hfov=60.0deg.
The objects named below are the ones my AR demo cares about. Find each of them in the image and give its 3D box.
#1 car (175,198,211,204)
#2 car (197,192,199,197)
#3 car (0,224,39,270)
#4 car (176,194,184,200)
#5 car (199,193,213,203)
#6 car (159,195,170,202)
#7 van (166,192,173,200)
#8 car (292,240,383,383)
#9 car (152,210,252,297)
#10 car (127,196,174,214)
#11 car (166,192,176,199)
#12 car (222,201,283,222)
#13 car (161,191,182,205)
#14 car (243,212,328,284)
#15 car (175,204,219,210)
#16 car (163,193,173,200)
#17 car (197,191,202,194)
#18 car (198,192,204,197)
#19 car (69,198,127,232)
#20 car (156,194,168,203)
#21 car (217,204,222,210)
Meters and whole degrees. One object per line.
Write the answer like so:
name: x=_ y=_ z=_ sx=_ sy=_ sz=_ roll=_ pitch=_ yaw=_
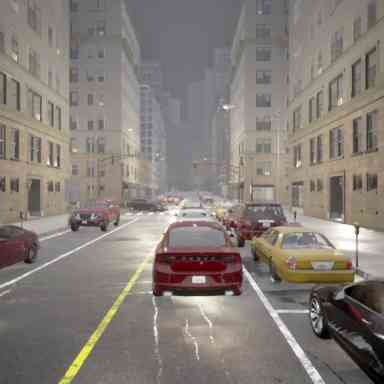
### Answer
car: x=0.083 y=1.453 z=25.360 sx=2.128 sy=1.511 sz=4.902 roll=0 pitch=0 yaw=0
car: x=2.799 y=1.247 z=79.664 sx=1.802 sy=1.307 sz=4.206 roll=1 pitch=0 yaw=0
car: x=-5.756 y=1.576 z=9.216 sx=1.802 sy=1.307 sz=4.206 roll=0 pitch=0 yaw=0
car: x=-2.970 y=1.174 z=81.647 sx=1.812 sy=1.442 sz=4.674 roll=0 pitch=0 yaw=0
car: x=2.790 y=1.365 z=57.969 sx=2.008 sy=1.369 sz=4.403 roll=0 pitch=0 yaw=0
car: x=-5.730 y=1.289 z=68.827 sx=1.887 sy=1.381 sz=4.507 roll=1 pitch=0 yaw=0
van: x=-5.721 y=0.964 z=85.095 sx=1.690 sy=1.788 sz=3.998 roll=1 pitch=0 yaw=0
car: x=2.767 y=1.566 z=3.654 sx=1.947 sy=1.339 sz=4.313 roll=0 pitch=0 yaw=0
car: x=0.076 y=1.472 z=8.649 sx=1.882 sy=1.535 sz=5.008 roll=0 pitch=0 yaw=-1
car: x=-4.727 y=1.423 z=34.949 sx=4.892 sy=1.490 sz=1.837 roll=0 pitch=-2 yaw=34
car: x=-5.719 y=0.895 z=90.517 sx=2.192 sy=1.841 sz=5.009 roll=1 pitch=0 yaw=0
car: x=2.773 y=1.302 z=14.759 sx=2.192 sy=1.841 sz=5.009 roll=0 pitch=0 yaw=0
car: x=-3.129 y=1.202 z=51.811 sx=2.097 sy=1.767 sz=4.553 roll=0 pitch=0 yaw=2
car: x=2.770 y=1.519 z=9.375 sx=1.752 sy=1.417 sz=4.829 roll=0 pitch=0 yaw=0
car: x=0.105 y=1.509 z=16.218 sx=1.812 sy=1.442 sz=4.674 roll=0 pitch=0 yaw=0
car: x=-5.725 y=1.105 z=79.673 sx=1.967 sy=1.590 sz=4.097 roll=1 pitch=0 yaw=0
car: x=2.805 y=1.020 z=90.509 sx=1.967 sy=1.590 sz=4.097 roll=1 pitch=0 yaw=0
car: x=2.796 y=1.268 z=68.985 sx=1.752 sy=1.417 sz=4.829 roll=1 pitch=0 yaw=0
car: x=-5.750 y=1.290 z=20.321 sx=2.192 sy=1.841 sz=5.009 roll=0 pitch=0 yaw=0
car: x=-5.732 y=1.221 z=63.403 sx=1.967 sy=1.590 sz=4.097 roll=1 pitch=0 yaw=0
car: x=2.774 y=1.557 z=20.310 sx=1.802 sy=1.307 sz=4.206 roll=0 pitch=0 yaw=0
